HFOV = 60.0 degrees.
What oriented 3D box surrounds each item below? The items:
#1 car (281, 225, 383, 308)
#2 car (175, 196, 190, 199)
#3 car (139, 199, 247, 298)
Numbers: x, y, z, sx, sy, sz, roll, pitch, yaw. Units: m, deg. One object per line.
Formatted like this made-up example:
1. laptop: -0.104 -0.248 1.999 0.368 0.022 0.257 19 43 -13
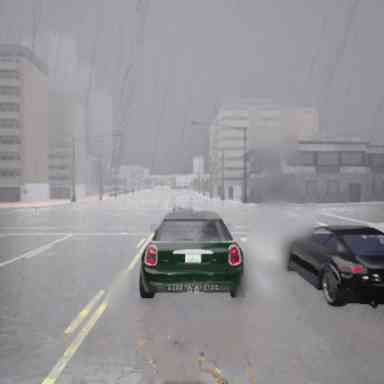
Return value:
1. car: 3.507 1.447 7.726 1.994 1.385 4.181 0 1 -1
2. car: -0.937 1.085 32.484 1.812 1.442 4.674 0 1 -3
3. car: -0.005 1.227 8.329 2.097 1.767 4.553 0 1 -1
